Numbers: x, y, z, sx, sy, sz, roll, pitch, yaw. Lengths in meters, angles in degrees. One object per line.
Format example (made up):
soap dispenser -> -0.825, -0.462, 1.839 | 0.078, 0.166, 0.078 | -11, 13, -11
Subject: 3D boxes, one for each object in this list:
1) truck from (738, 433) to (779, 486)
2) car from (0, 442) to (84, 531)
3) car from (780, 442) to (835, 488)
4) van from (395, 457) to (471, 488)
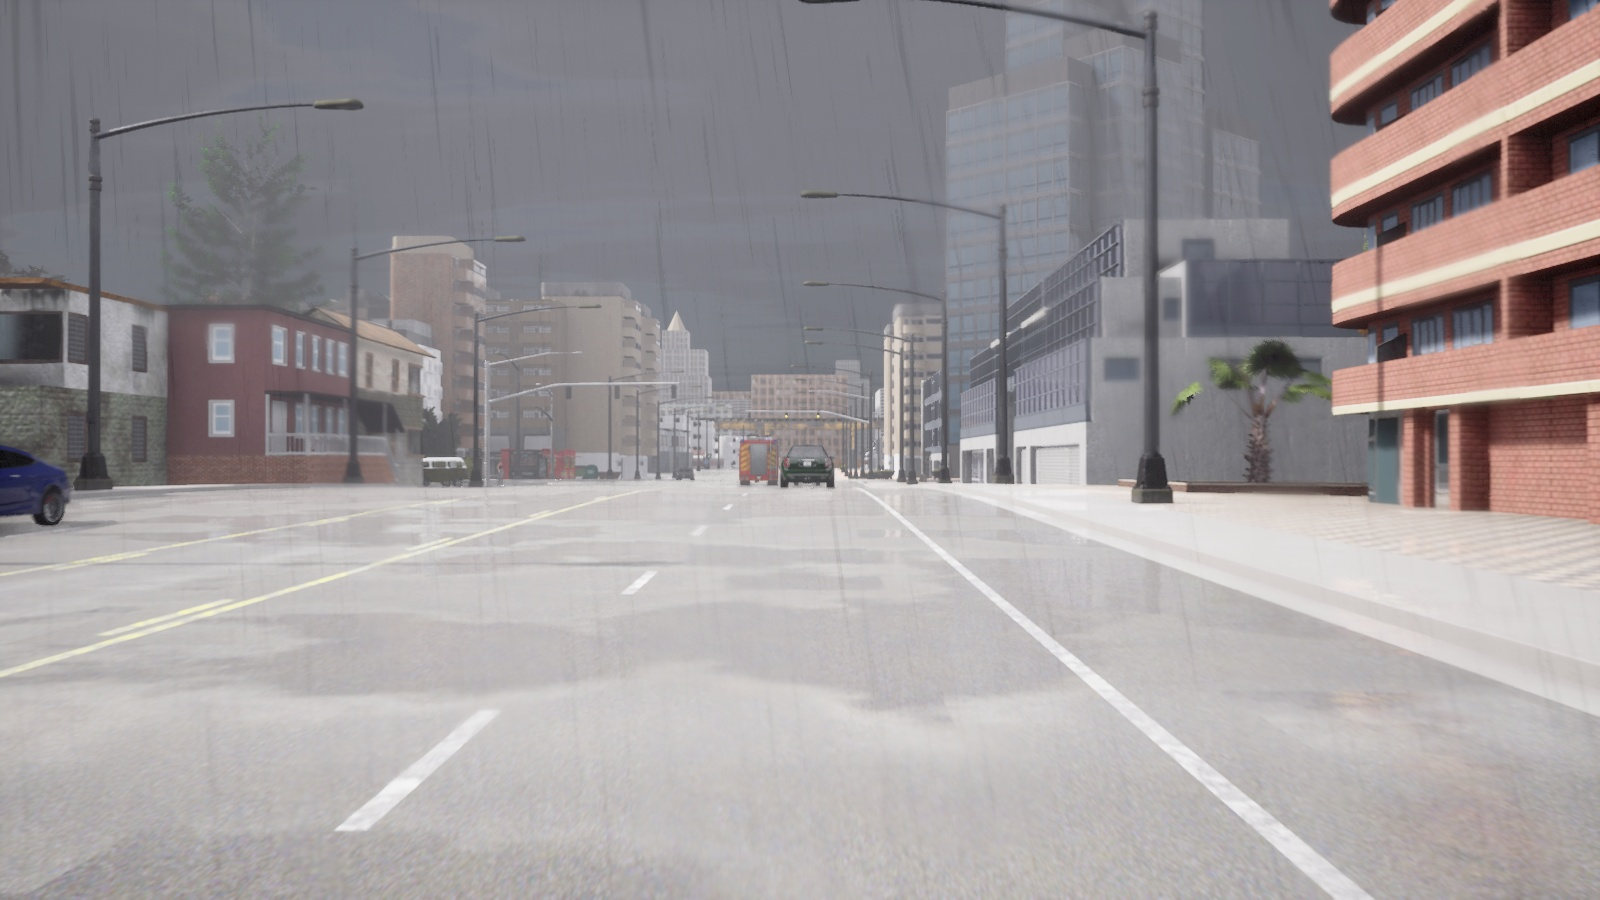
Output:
truck -> -3.118, 0.747, 94.463 | 2.891, 3.827, 8.468 | 0, -1, -2
car -> -13.872, 0.594, 20.386 | 1.812, 1.442, 4.674 | 0, 0, 0
car -> 0.290, 0.629, 49.771 | 2.097, 1.767, 4.553 | 0, -2, 0
van -> -24.901, 1.523, 85.316 | 2.069, 2.038, 4.480 | -2, -2, 42
